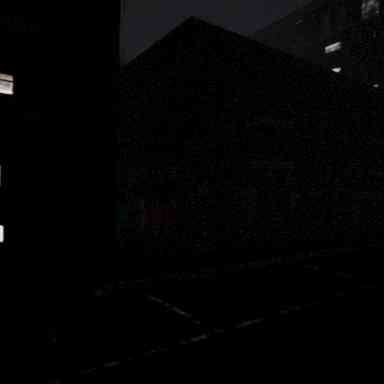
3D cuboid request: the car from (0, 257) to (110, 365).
[{"bbox_3d":[-3.186,1.580,4.288,4.206,1.307,1.802,1,0,-35],"label":"car"}]
